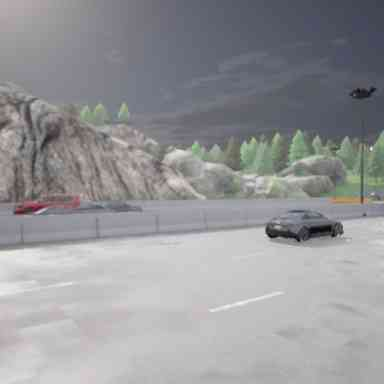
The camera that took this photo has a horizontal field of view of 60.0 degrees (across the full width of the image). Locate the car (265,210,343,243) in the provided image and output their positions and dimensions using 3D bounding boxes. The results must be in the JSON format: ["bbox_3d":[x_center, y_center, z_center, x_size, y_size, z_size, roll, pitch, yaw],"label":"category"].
[{"bbox_3d":[5.541,1.574,16.324,4.181,1.385,1.994,0,0,-36],"label":"car"}]

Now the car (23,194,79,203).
[{"bbox_3d":[-12.610,1.229,29.388,5.566,2.045,2.150,0,0,-35],"label":"car"}]

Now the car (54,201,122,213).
[{"bbox_3d":[-7.671,1.572,24.305,4.181,1.385,1.994,0,0,-35],"label":"car"}]

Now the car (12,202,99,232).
[{"bbox_3d":[-8.260,1.531,19.583,4.674,1.442,1.812,0,0,-36],"label":"car"}]

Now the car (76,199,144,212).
[{"bbox_3d":[-6.947,1.558,29.107,5.357,1.411,2.033,0,0,-35],"label":"car"}]
